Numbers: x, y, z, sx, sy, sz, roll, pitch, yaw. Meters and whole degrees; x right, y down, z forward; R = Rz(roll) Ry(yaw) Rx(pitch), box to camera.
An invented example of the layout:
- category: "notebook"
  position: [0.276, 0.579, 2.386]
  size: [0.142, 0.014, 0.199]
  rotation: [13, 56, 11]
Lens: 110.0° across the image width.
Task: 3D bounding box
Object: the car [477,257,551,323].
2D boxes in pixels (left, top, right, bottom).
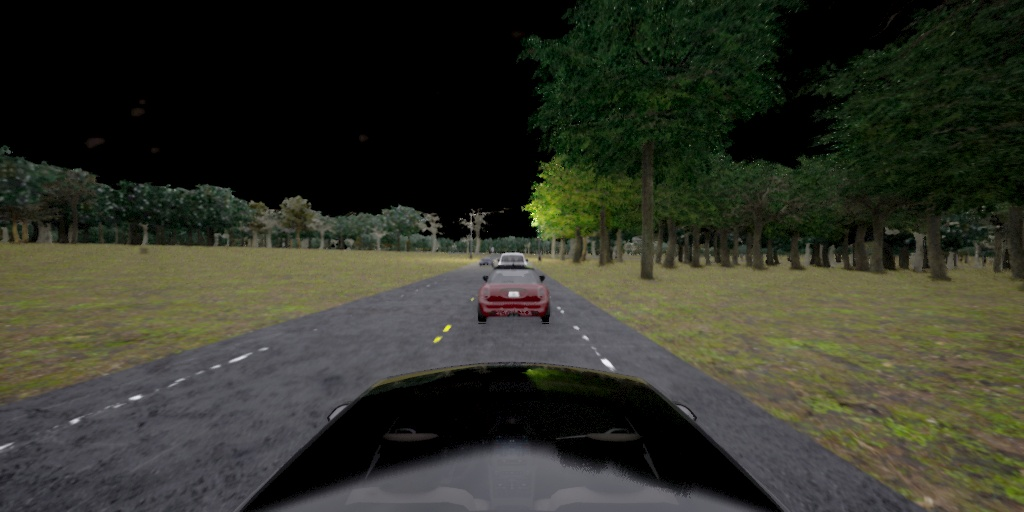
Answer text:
- category: "car"
  position: [0.062, 1.051, 11.980]
  size: [2.097, 1.767, 4.553]
  rotation: [0, 0, 0]

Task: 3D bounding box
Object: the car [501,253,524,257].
- category: "car"
  position: [0.062, 0.804, 26.966]
  size: [2.150, 2.045, 5.566]
  rotation: [0, 1, 0]
